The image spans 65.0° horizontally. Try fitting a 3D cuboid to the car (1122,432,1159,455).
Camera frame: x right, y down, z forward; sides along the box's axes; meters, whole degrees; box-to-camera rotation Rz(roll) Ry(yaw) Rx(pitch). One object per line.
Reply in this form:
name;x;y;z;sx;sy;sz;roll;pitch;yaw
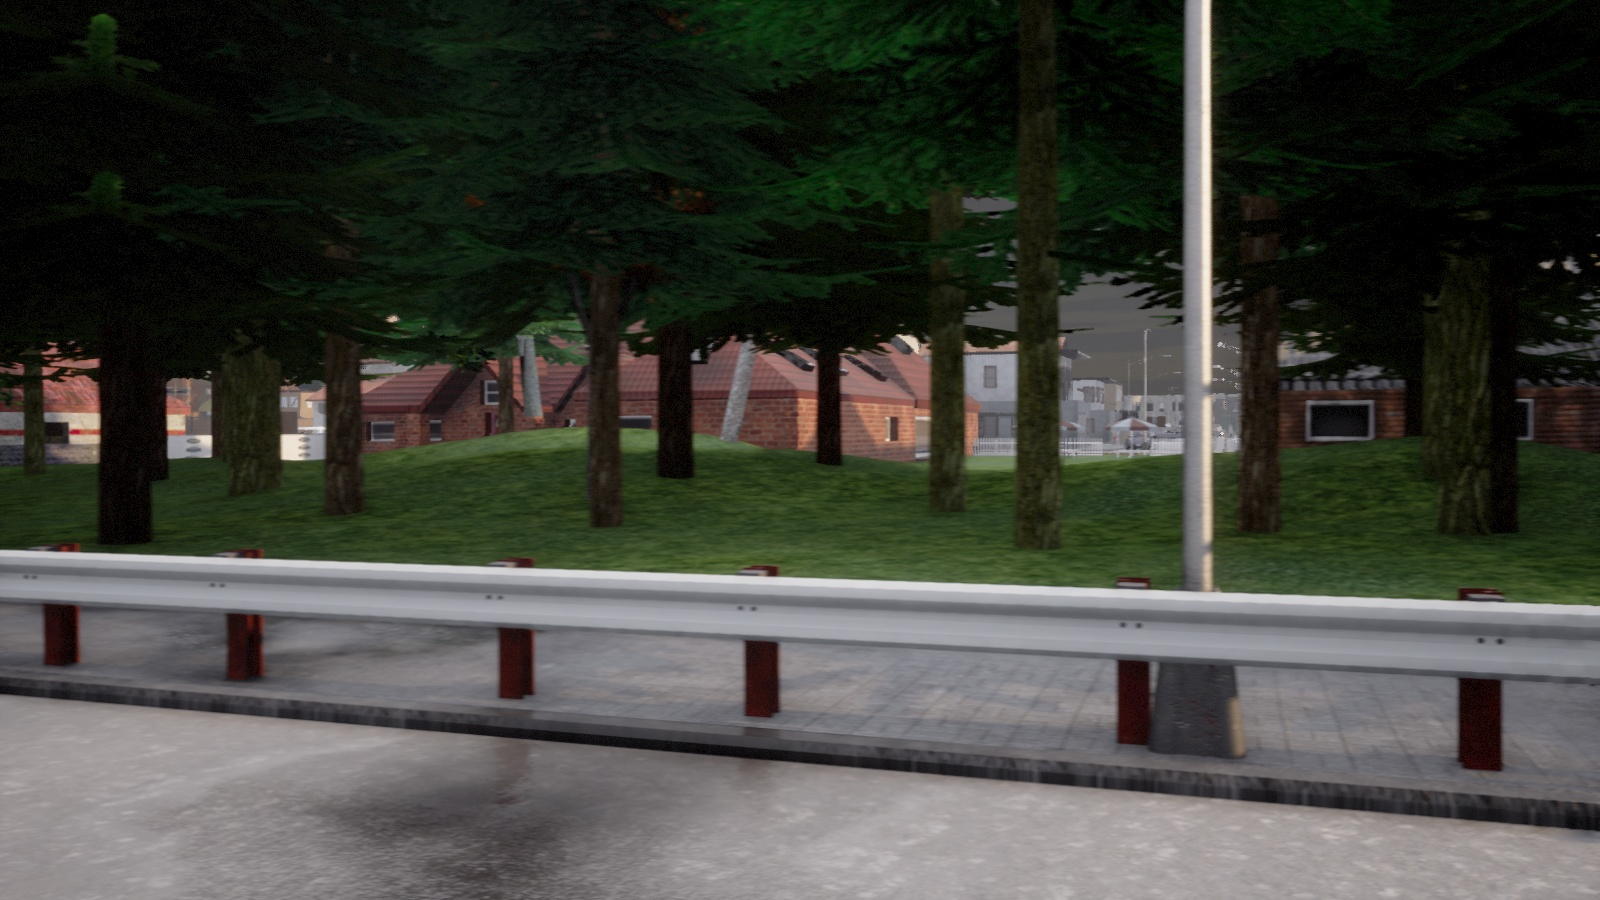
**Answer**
car;23.730;-0.465;87.448;1.845;1.501;3.633;1;1;26
